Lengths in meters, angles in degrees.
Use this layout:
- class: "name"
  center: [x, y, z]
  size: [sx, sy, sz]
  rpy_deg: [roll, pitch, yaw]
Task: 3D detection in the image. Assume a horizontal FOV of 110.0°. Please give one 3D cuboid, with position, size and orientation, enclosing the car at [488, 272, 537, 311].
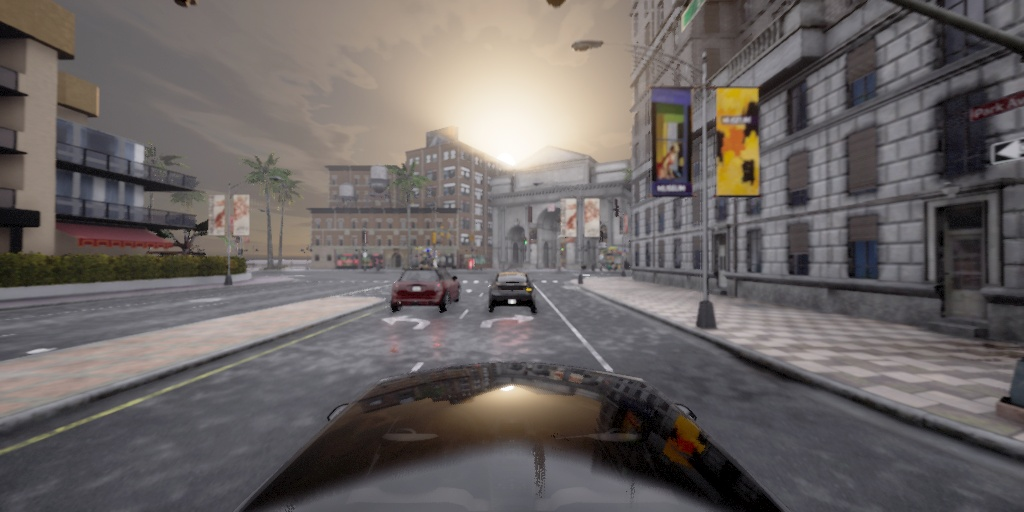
- class: "car"
  center: [0.018, 1.406, 15.355]
  size: [1.837, 1.490, 4.892]
  rpy_deg: [0, 0, 0]

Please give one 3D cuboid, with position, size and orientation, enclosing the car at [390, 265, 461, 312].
- class: "car"
  center: [-3.481, 1.249, 15.262]
  size: [2.097, 1.767, 4.553]
  rpy_deg: [0, -1, 0]
